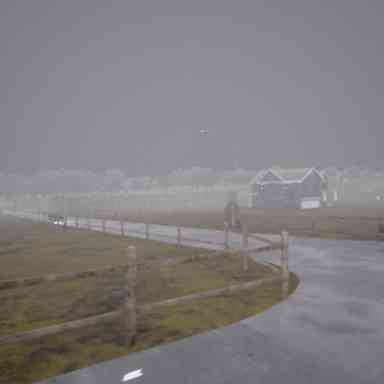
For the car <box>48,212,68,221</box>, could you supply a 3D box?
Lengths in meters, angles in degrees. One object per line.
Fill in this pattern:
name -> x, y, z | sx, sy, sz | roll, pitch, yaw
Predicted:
car -> -19.778, 3.574, 49.101 | 1.895, 1.301, 4.718 | -2, -1, -35
